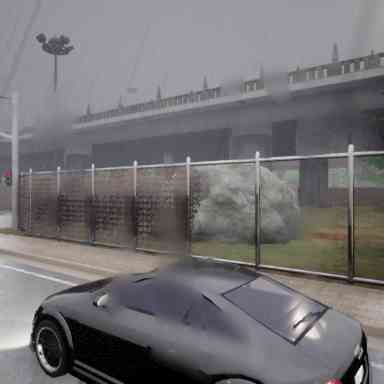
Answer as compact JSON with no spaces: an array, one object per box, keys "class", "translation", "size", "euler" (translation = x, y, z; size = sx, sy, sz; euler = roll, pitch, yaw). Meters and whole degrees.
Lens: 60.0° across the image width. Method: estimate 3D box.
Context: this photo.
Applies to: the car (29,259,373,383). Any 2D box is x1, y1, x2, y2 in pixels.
[{"class":"car","translation":[-0.155,1.564,4.101],"size":[4.181,1.385,1.994],"euler":[0,0,36]}]
